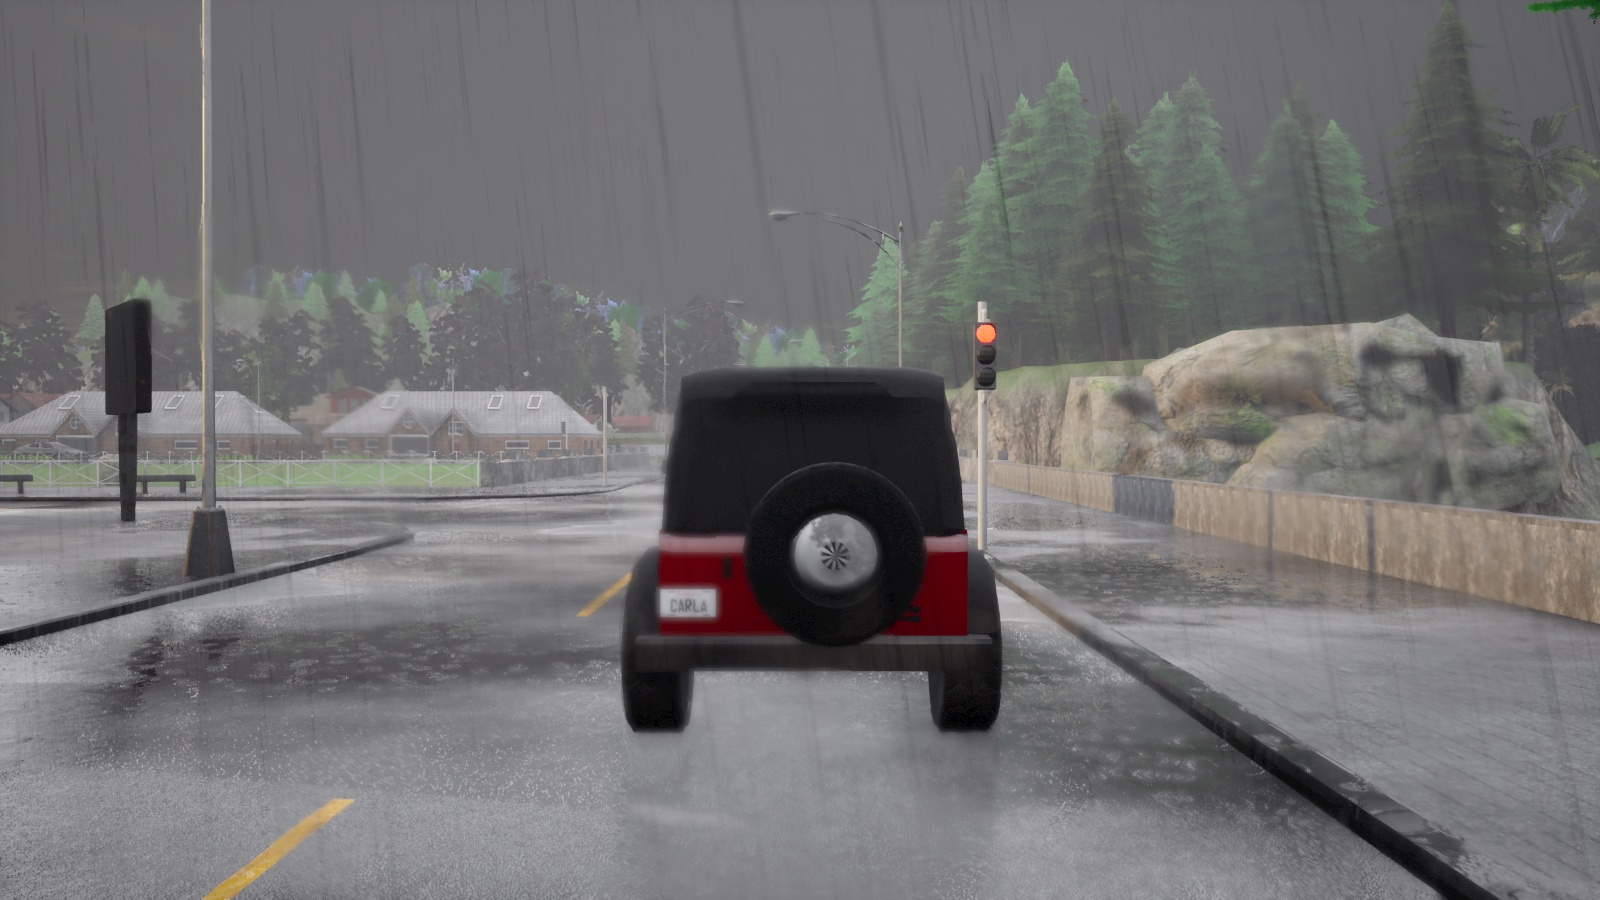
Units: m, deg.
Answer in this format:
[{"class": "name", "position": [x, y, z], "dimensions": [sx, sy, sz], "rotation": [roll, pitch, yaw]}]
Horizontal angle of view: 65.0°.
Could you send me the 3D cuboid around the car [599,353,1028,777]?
[{"class": "car", "position": [0.062, 0.500, 7.508], "dimensions": [1.905, 1.878, 3.866], "rotation": [0, 0, 0]}]
